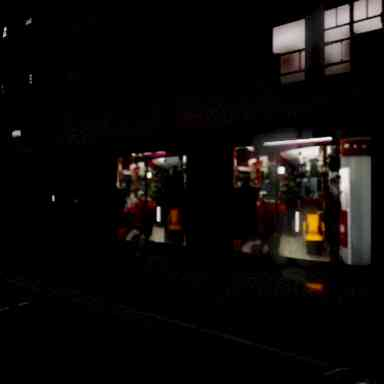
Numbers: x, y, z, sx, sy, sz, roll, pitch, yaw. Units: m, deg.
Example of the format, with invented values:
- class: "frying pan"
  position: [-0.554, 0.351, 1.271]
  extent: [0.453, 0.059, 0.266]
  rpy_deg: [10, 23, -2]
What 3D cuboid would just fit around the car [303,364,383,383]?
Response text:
- class: "car"
  position: [2.476, 1.543, 1.102]
  extent: [4.507, 1.381, 1.887]
  rpy_deg: [0, 0, 36]
